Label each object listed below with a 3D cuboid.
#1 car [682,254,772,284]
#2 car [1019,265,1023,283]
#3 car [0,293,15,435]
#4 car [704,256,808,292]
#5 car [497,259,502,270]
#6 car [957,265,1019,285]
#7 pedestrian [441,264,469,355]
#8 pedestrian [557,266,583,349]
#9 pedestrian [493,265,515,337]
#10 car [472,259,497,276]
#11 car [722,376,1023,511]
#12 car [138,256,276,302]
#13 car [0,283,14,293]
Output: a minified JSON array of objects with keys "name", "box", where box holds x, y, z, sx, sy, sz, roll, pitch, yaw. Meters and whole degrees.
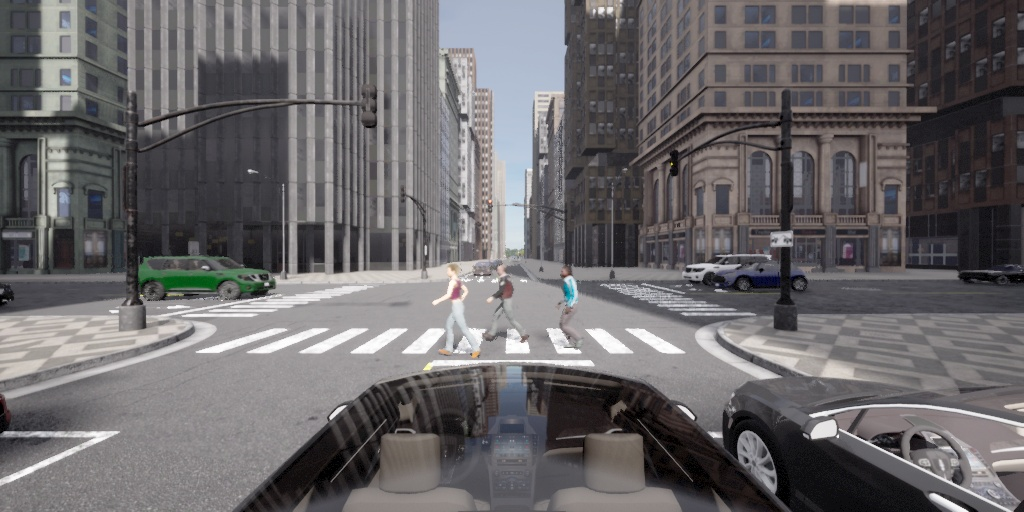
[{"name":"car","box":[14.290,0.903,23.610,5.566,2.045,2.150,0,0,0]},{"name":"car","box":[32.355,1.211,20.311,4.181,1.385,1.994,0,0,0]},{"name":"car","box":[-5.764,1.190,1.566,1.967,1.591,4.097,0,0,0]},{"name":"car","box":[13.914,1.049,20.360,4.553,1.767,2.097,0,0,0]},{"name":"car","box":[-2.833,1.307,51.780,1.994,1.385,4.181,0,0,1]},{"name":"car","box":[32.576,1.233,23.562,4.718,1.301,1.895,0,0,0]},{"name":"pedestrian","box":[-1.108,1.042,7.038,0.375,1.860,0.375,0,0,0]},{"name":"pedestrian","box":[1.224,1.045,7.633,0.375,1.860,0.375,0,0,0]},{"name":"pedestrian","box":[-0.173,1.050,8.235,0.375,1.860,0.375,0,0,0]},{"name":"car","box":[-2.902,1.291,36.845,2.033,1.411,5.357,0,0,0]},{"name":"car","box":[2.762,1.300,1.551,2.007,1.370,4.403,0,0,0]},{"name":"car","box":[-14.514,1.010,17.072,5.566,2.045,2.150,0,0,-2]},{"name":"car","box":[-22.331,1.318,13.746,4.902,1.511,2.128,0,0,0]}]
